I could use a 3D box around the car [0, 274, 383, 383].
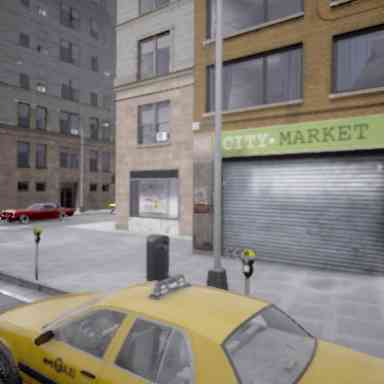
[{"bbox_3d":[-0.421,1.527,3.370,4.829,1.417,1.752,0,1,36],"label":"car"}]

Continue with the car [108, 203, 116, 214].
[{"bbox_3d":[-5.636,1.248,31.327,1.882,1.535,5.008,1,1,35],"label":"car"}]

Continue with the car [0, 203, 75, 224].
[{"bbox_3d":[-10.944,1.467,23.805,1.895,1.301,4.718,1,1,34],"label":"car"}]
